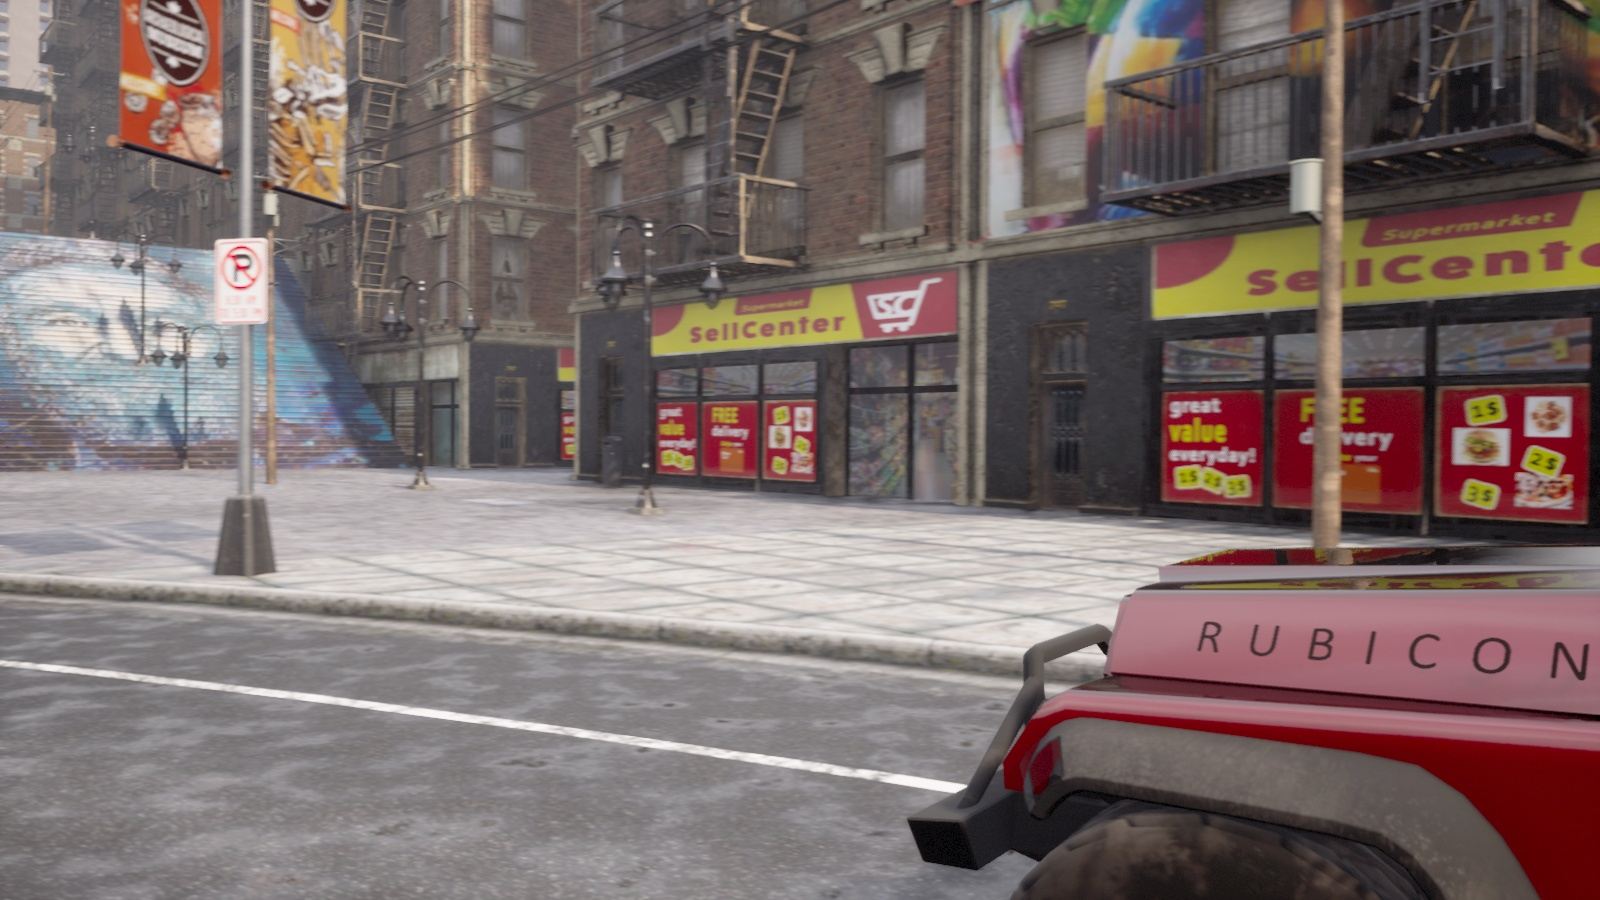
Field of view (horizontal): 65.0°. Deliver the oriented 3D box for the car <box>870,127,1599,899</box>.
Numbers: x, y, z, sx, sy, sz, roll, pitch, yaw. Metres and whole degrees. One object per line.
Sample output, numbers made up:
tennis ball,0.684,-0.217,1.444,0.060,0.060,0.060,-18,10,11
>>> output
car,2.278,0.474,2.131,3.866,1.878,1.905,0,1,34
